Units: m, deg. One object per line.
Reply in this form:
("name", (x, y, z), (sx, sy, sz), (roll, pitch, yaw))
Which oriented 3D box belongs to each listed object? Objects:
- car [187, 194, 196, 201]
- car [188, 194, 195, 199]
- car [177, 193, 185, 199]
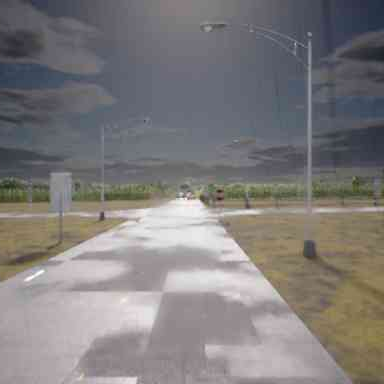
("car", (-0.045, 1.194, 80.639), (2.097, 1.767, 4.553), (0, 0, 0))
("car", (-0.051, 1.214, 90.675), (1.837, 1.490, 4.892), (0, 0, 0))
("car", (-2.798, 0.999, 84.837), (2.128, 1.511, 4.902), (0, 0, 0))
